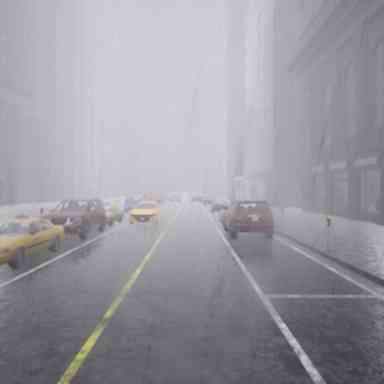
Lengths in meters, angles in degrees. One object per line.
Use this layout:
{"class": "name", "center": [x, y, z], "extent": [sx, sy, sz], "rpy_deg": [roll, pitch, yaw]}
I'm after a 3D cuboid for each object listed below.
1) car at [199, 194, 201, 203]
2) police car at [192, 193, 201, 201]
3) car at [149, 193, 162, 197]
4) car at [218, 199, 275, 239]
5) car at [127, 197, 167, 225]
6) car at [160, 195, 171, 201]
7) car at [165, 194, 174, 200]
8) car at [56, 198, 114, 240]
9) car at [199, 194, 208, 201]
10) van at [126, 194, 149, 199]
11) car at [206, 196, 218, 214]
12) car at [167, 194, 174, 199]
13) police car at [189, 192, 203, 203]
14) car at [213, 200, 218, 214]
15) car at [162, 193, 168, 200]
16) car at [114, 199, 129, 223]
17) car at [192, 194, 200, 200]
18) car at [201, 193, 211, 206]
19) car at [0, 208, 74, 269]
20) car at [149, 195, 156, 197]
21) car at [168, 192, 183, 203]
{"class": "car", "center": [2.747, 1.348, 61.983], "extent": [1.947, 1.339, 4.313], "rpy_deg": [0, 0, 0]}
{"class": "police car", "center": [0.884, 1.169, 74.477], "extent": [1.930, 1.638, 5.238], "rpy_deg": [0, 0, 0]}
{"class": "car", "center": [-5.776, 1.151, 45.053], "extent": [2.192, 1.841, 5.009], "rpy_deg": [0, 0, 0]}
{"class": "car", "center": [2.756, 1.248, 16.858], "extent": [2.192, 1.841, 5.009], "rpy_deg": [0, 0, 0]}
{"class": "car", "center": [-3.105, 1.387, 23.247], "extent": [1.882, 1.535, 5.008], "rpy_deg": [0, 0, 0]}
{"class": "car", "center": [-5.781, 1.314, 73.257], "extent": [1.947, 1.339, 4.313], "rpy_deg": [0, 0, 0]}
{"class": "car", "center": [-5.783, 1.263, 84.539], "extent": [2.008, 1.369, 4.403], "rpy_deg": [0, 0, 0]}
{"class": "car", "center": [-5.770, 1.249, 16.849], "extent": [2.192, 1.841, 5.009], "rpy_deg": [0, 0, 0]}
{"class": "car", "center": [2.743, 1.274, 78.905], "extent": [1.887, 1.381, 4.507], "rpy_deg": [0, 0, 0]}
{"class": "van", "center": [-5.773, 1.214, 33.772], "extent": [1.690, 1.788, 3.998], "rpy_deg": [0, 0, 0]}
{"class": "car", "center": [2.753, 1.423, 33.781], "extent": [2.008, 1.369, 4.403], "rpy_deg": [0, 0, 0]}
{"class": "car", "center": [-5.785, 1.221, 90.009], "extent": [1.752, 1.417, 4.829], "rpy_deg": [0, 0, 0]}
{"class": "police car", "center": [0.830, 1.200, 64.467], "extent": [1.930, 1.638, 5.238], "rpy_deg": [0, 0, -1]}
{"class": "car", "center": [2.755, 1.463, 22.500], "extent": [2.008, 1.369, 4.403], "rpy_deg": [0, 0, 0]}
{"class": "car", "center": [-5.779, 1.116, 56.334], "extent": [2.192, 1.841, 5.009], "rpy_deg": [0, 0, 0]}
{"class": "car", "center": [-5.770, 1.439, 22.321], "extent": [1.752, 1.417, 4.829], "rpy_deg": [0, 0, 0]}
{"class": "car", "center": [0.883, 1.251, 80.367], "extent": [1.812, 1.442, 4.674], "rpy_deg": [0, 0, 0]}
{"class": "car", "center": [2.748, 1.258, 50.701], "extent": [1.967, 1.590, 4.097], "rpy_deg": [0, 0, 0]}
{"class": "car", "center": [-5.767, 1.481, 11.040], "extent": [1.752, 1.417, 4.829], "rpy_deg": [0, 0, 0]}
{"class": "car", "center": [-5.774, 1.405, 39.413], "extent": [2.008, 1.369, 4.403], "rpy_deg": [0, 0, 0]}
{"class": "car", "center": [-3.039, 1.273, 63.401], "extent": [2.128, 1.511, 4.902], "rpy_deg": [0, 0, 1]}
